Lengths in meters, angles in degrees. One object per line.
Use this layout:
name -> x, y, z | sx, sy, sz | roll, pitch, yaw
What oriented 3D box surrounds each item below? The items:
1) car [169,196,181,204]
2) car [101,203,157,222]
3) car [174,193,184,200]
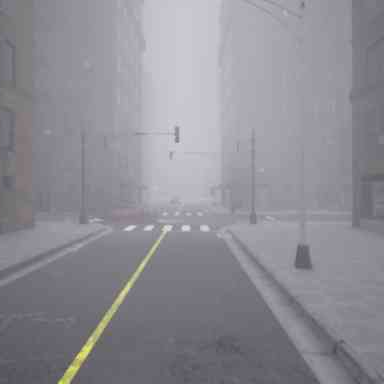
car -> -2.998, 1.416, 59.162 | 2.033, 1.411, 5.357 | 0, 0, 1
car -> -4.699, 1.525, 25.076 | 4.181, 1.385, 1.994 | 0, 0, 0
car -> -2.970, 0.992, 74.787 | 2.033, 1.411, 5.357 | 0, 0, 0
